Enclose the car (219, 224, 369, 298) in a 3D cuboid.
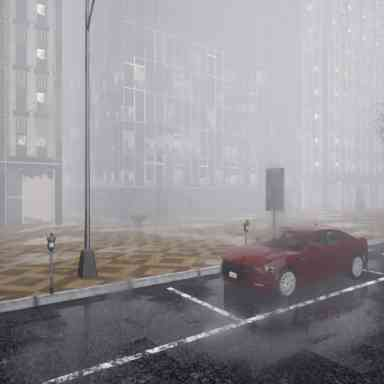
[{"bbox_3d":[2.717,1.545,8.484,4.507,1.381,1.887,0,0,-35],"label":"car"}]
